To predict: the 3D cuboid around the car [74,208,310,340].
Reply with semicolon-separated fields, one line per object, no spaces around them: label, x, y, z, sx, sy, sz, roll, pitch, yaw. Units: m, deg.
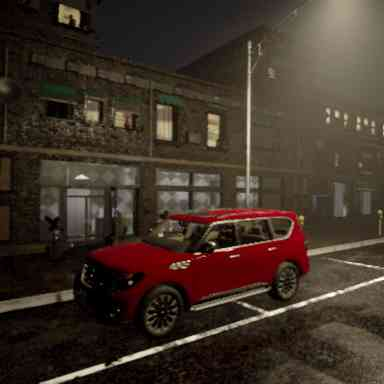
car;0.315;1.314;6.764;5.009;1.841;2.192;0;1;-35
